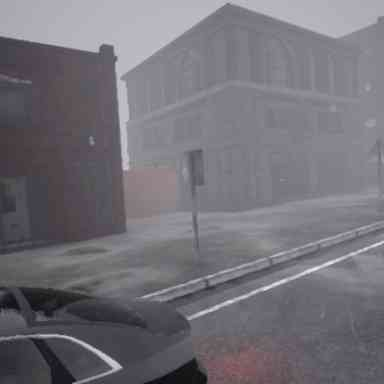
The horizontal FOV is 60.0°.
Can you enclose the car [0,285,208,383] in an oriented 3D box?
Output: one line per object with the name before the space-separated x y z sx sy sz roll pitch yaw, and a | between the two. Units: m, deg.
car | -2.141 1.572 2.147 4.892 1.490 1.837 0 0 -35
